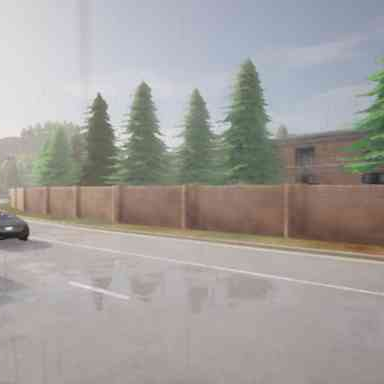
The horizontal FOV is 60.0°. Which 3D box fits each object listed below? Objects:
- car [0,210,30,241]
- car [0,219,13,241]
[{"bbox_3d":[-9.194,1.496,15.183,4.181,1.385,1.994,0,0,39],"label":"car"},{"bbox_3d":[-7.432,1.498,9.352,5.357,1.411,2.033,0,0,37],"label":"car"}]
